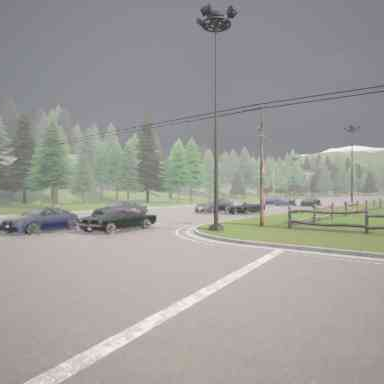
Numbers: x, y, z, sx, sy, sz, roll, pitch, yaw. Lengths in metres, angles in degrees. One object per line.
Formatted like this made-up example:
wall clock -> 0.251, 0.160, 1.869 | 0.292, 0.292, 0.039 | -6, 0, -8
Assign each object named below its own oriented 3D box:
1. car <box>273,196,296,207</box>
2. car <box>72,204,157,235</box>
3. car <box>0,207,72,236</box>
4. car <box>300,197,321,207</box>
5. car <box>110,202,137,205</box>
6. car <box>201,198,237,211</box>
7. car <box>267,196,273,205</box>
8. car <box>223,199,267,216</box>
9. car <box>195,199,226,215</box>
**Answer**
car -> 14.645, 1.525, 51.513 | 1.812, 1.442, 4.674 | 0, 0, 36
car -> -4.133, 1.601, 19.020 | 1.895, 1.301, 4.718 | 0, 0, 32
car -> -8.387, 1.564, 18.642 | 1.994, 1.385, 4.181 | 0, 0, 30
car -> 17.841, 1.477, 49.960 | 1.882, 1.535, 5.008 | 0, 0, 37
car -> -6.077, 1.547, 28.975 | 2.033, 1.411, 5.357 | 0, 0, 34
car -> 3.462, 1.547, 42.274 | 2.033, 1.411, 5.357 | 0, 0, 36
car -> 13.950, 1.477, 56.463 | 1.882, 1.535, 5.008 | 0, 0, 37
car -> 5.393, 1.601, 33.086 | 1.895, 1.301, 4.718 | 0, 0, 36
car -> 2.197, 1.491, 34.647 | 2.128, 1.511, 4.902 | 0, 0, 36
